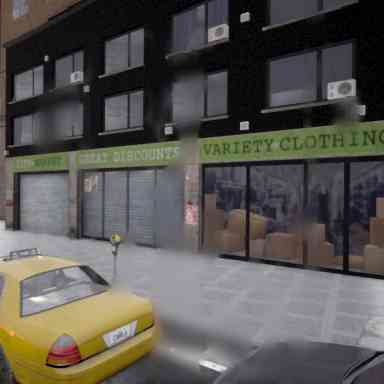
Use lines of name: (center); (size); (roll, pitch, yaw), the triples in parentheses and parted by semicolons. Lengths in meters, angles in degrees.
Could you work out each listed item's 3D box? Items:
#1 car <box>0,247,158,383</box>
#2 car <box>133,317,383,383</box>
car: (-2.661, 1.524, 4.995); (4.829, 1.417, 1.752); (0, 1, 36)
car: (2.021, 1.551, 1.647); (4.403, 1.369, 2.008); (0, 1, 36)
